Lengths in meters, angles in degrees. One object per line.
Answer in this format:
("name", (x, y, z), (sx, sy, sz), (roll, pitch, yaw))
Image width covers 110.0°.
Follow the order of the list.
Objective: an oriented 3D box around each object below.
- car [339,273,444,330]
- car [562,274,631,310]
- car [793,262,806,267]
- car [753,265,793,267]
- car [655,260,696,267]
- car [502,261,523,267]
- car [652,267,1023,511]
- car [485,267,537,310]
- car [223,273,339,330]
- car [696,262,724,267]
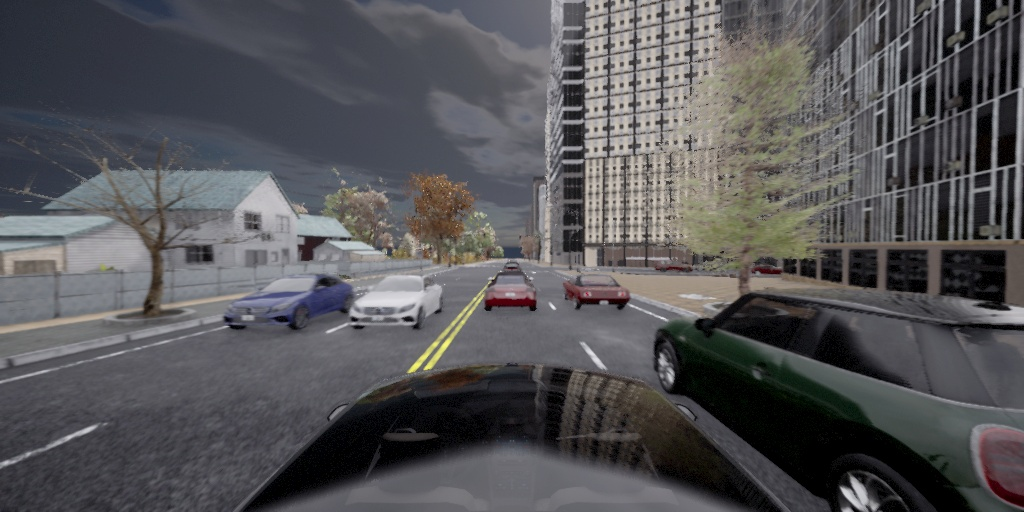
("car", (-3.348, 1.297, 11.288), (1.812, 1.442, 4.674), (0, 0, 0))
("car", (3.251, 1.380, 14.870), (1.895, 1.301, 4.718), (0, 0, 0))
("car", (38.989, 1.651, 45.366), (5.009, 1.841, 2.192), (0, 0, 20))
("car", (33.666, 1.842, 47.316), (4.507, 1.381, 1.888), (0, 0, 20))
("car", (23.021, 1.534, 51.216), (5.009, 1.841, 2.192), (0, 0, 20))
("car", (0.035, 1.331, 32.387), (1.837, 1.490, 4.892), (0, 0, 1))
("car", (3.250, 1.107, 3.806), (2.097, 1.767, 4.553), (0, 0, 0))
("car", (-0.044, 1.343, 14.802), (1.994, 1.385, 4.181), (0, 0, 0))
("car", (-6.598, 1.297, 11.292), (1.812, 1.442, 4.674), (0, 0, 0))
("car", (31.055, 1.626, 56.663), (4.403, 1.370, 2.007), (0, 0, 20))
